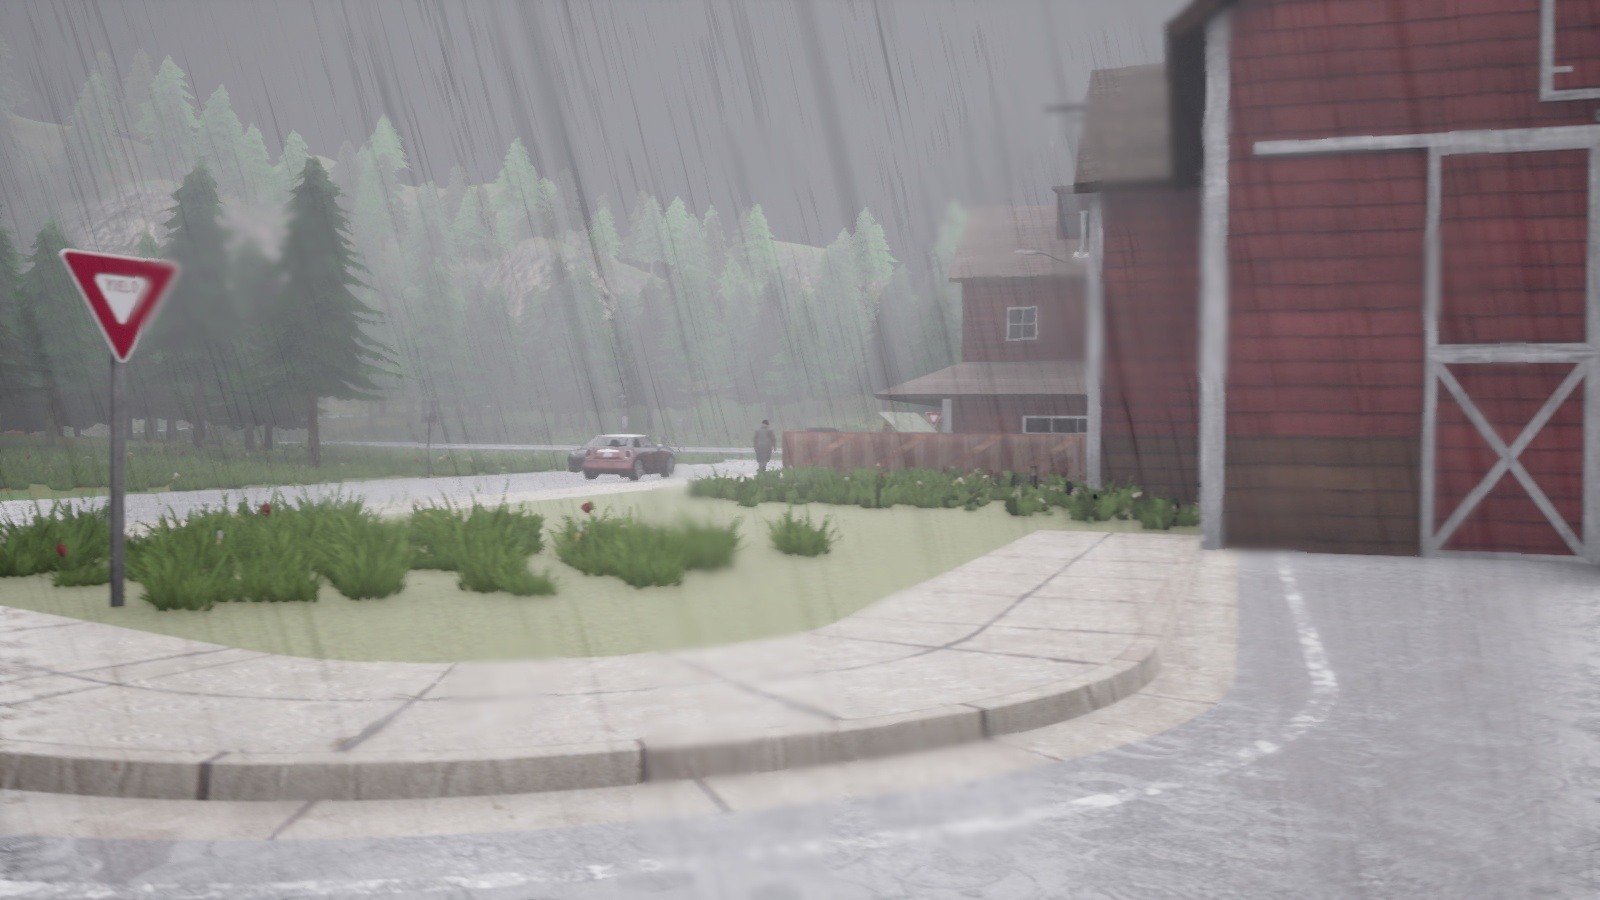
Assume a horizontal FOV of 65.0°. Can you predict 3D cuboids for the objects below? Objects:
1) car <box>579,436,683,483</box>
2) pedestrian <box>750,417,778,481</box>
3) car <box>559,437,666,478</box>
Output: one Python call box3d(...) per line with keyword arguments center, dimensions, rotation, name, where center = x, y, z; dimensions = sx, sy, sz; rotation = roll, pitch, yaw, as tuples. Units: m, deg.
box3d(center=(-5.516, 0.283, 41.565), dimensions=(1.970, 1.475, 3.806), rotation=(0, 1, 17), name="car")
box3d(center=(-1.103, -0.028, 38.735), dimensions=(0.659, 1.952, 0.873), rotation=(0, 1, 13), name="pedestrian")
box3d(center=(-7.112, 0.246, 48.199), dimensions=(2.163, 1.488, 4.792), rotation=(0, 1, 17), name="car")
